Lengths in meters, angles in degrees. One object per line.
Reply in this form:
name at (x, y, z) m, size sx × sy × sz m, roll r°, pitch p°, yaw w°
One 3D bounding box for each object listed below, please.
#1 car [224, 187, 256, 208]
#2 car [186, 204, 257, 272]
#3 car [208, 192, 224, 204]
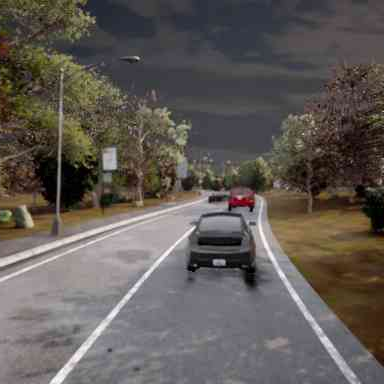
car at (4.537, 0.554, 30.089) m, size 2.150 × 2.045 × 5.566 m, roll 0°, pitch 2°, yaw 13°
car at (0.955, 1.377, 10.456) m, size 1.837 × 1.490 × 4.892 m, roll 0°, pitch 2°, yaw 7°
car at (3.155, 0.683, 41.121) m, size 1.895 × 1.301 × 4.718 m, roll 0°, pitch 1°, yaw 12°
